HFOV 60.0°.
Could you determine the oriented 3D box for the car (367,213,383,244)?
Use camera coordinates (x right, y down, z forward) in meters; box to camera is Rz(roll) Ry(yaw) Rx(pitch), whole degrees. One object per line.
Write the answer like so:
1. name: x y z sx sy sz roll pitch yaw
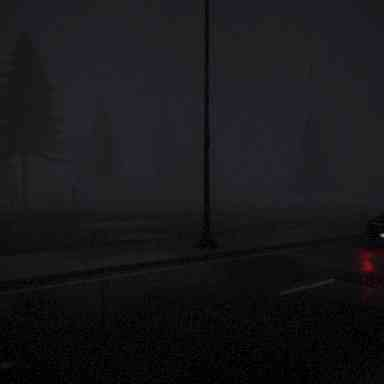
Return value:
1. car: 9.618 1.517 14.596 4.902 1.511 2.128 0 0 -34
